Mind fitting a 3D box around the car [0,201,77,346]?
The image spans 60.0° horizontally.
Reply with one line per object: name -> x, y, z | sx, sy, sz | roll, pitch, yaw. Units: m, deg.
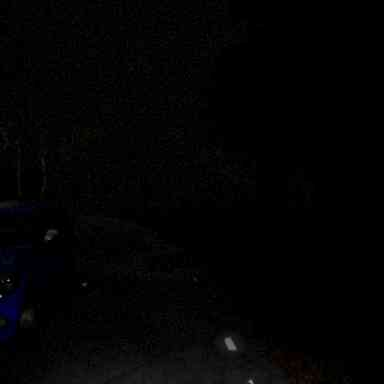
car -> -3.735, 1.229, 6.562 | 2.150, 2.045, 5.566 | 0, 0, -10
